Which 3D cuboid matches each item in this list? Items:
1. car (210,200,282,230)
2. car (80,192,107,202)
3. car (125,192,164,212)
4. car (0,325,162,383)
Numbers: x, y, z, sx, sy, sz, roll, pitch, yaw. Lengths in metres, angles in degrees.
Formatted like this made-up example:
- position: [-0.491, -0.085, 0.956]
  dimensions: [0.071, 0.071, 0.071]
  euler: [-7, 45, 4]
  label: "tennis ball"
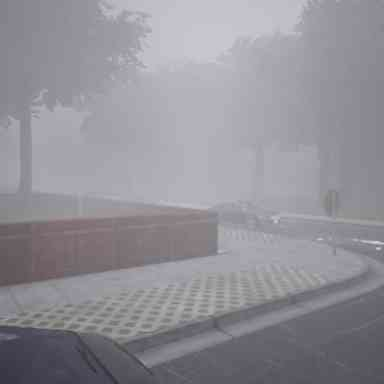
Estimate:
- position: [3.030, 1.246, 19.558]
  dimensions: [2.128, 1.511, 4.902]
  euler: [-2, 2, -35]
  label: "car"
- position: [-12.338, 0.657, 41.415]
  dimensions: [2.033, 1.411, 5.357]
  euler: [-2, 3, -35]
  label: "car"
- position: [-4.398, 0.842, 30.097]
  dimensions: [2.097, 1.767, 4.553]
  euler: [-2, 2, -35]
  label: "car"
- position: [-2.057, 1.566, 1.588]
  dimensions: [4.181, 1.385, 1.994]
  euler: [0, 0, -35]
  label: "car"
